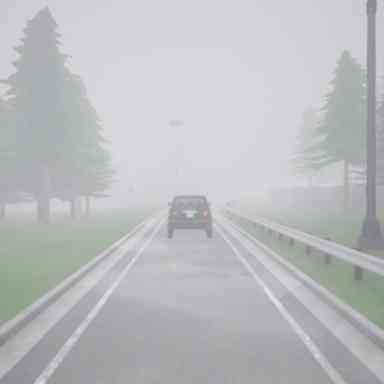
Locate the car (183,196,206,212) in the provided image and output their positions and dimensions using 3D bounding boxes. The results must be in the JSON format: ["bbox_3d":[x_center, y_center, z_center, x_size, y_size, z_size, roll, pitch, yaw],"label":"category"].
[{"bbox_3d":[0.372,1.279,36.702,2.128,1.511,4.902,0,0,6],"label":"car"}]

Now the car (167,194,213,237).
[{"bbox_3d":[-0.130,1.120,17.567,2.150,2.045,5.566,0,0,-1],"label":"car"}]
